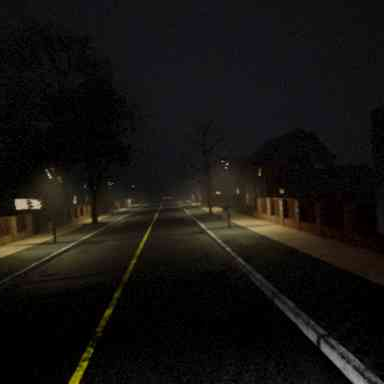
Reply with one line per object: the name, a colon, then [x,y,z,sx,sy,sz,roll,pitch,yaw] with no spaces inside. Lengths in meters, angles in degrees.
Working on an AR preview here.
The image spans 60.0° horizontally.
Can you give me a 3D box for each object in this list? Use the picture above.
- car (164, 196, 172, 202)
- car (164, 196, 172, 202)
car: [-5.897,1.811,81.485,1.895,1.301,4.718,-4,0,-4]
car: [-6.647,1.904,91.581,2.033,1.411,5.357,-4,0,-4]
